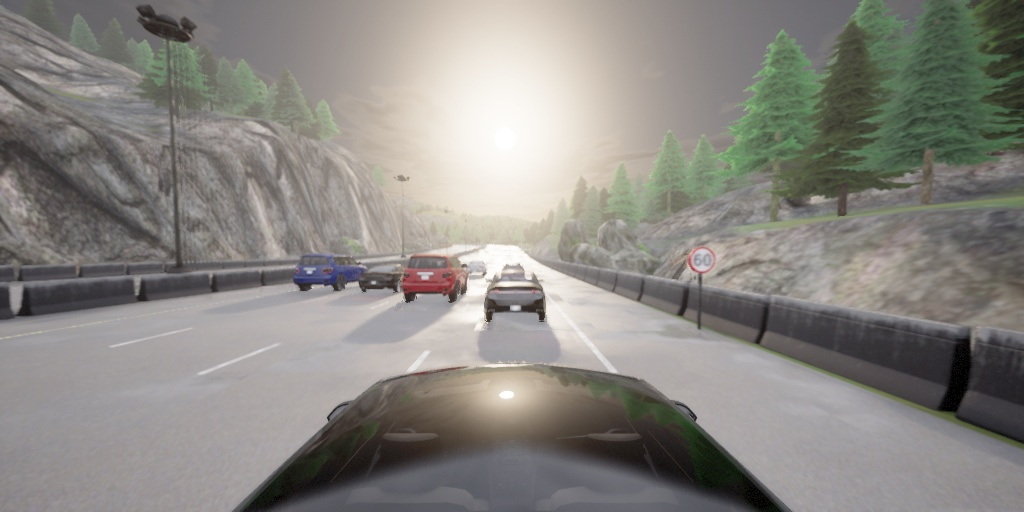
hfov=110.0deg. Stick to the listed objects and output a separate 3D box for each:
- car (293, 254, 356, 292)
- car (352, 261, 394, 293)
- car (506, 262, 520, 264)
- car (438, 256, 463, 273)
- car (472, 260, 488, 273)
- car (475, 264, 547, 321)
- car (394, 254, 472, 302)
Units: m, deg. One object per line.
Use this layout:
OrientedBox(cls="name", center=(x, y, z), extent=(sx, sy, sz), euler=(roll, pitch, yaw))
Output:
OrientedBox(cls="car", center=(-10.404, 0.911, 21.109), extent=(2.150, 2.045, 5.566), euler=(0, 0, 0))
OrientedBox(cls="car", center=(-6.903, 1.170, 20.366), extent=(1.882, 1.535, 5.008), euler=(0, 0, 0))
OrientedBox(cls="car", center=(0.094, 1.193, 30.816), extent=(1.994, 1.385, 4.181), euler=(0, 0, 0))
OrientedBox(cls="car", center=(-6.908, 0.881, 41.024), extent=(2.097, 1.767, 4.553), euler=(0, 1, 0))
OrientedBox(cls="car", center=(-3.406, 1.117, 35.079), extent=(1.812, 1.442, 4.674), euler=(0, 1, 0))
OrientedBox(cls="car", center=(0.098, 1.212, 12.291), extent=(2.128, 1.511, 4.902), euler=(0, 0, 0))
OrientedBox(cls="car", center=(-3.403, 0.928, 16.718), extent=(2.150, 2.045, 5.566), euler=(0, 0, 0))
